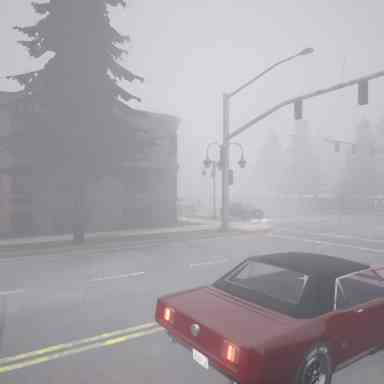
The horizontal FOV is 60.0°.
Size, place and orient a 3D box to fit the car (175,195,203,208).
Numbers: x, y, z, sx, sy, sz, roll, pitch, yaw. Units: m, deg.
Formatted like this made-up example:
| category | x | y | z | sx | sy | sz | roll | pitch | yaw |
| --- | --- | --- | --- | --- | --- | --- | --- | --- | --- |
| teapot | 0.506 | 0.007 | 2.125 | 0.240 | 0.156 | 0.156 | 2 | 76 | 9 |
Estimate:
| category | x | y | z | sx | sy | sz | roll | pitch | yaw |
| --- | --- | --- | --- | --- | --- | --- | --- | --- | --- |
| car | -0.520 | 1.352 | 49.448 | 2.097 | 1.767 | 4.553 | 0 | 0 | -33 |

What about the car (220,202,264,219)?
| category | x | y | z | sx | sy | sz | roll | pitch | yaw |
| --- | --- | --- | --- | --- | --- | --- | --- | --- | --- |
| car | 4.275 | 1.564 | 29.074 | 1.994 | 1.385 | 4.181 | 0 | 0 | -33 |

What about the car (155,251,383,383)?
| category | x | y | z | sx | sy | sz | roll | pitch | yaw |
| --- | --- | --- | --- | --- | --- | --- | --- | --- | --- |
| car | 1.941 | 1.601 | 5.014 | 4.718 | 1.301 | 1.895 | 0 | 0 | -34 |

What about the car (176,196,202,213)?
| category | x | y | z | sx | sy | sz | roll | pitch | yaw |
| --- | --- | --- | --- | --- | --- | --- | --- | --- | --- |
| car | -1.288 | 1.352 | 37.556 | 2.097 | 1.767 | 4.553 | 0 | 0 | -33 |
